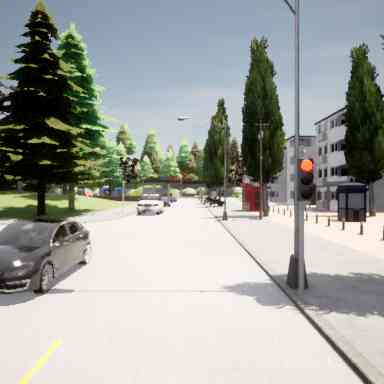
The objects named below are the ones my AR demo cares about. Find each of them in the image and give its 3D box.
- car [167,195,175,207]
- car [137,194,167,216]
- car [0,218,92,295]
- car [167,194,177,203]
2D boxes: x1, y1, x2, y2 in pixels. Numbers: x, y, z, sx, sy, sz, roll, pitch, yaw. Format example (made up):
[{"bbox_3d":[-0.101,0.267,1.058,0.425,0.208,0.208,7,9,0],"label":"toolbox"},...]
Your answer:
[{"bbox_3d":[-4.127,1.546,50.184,2.033,1.411,5.357,0,0,0],"label":"car"},{"bbox_3d":[-4.118,1.219,33.523,2.150,2.045,5.566,0,0,0],"label":"car"},{"bbox_3d":[-4.107,1.505,8.865,1.837,1.490,4.892,0,0,0],"label":"car"},{"bbox_3d":[-4.016,1.575,67.544,1.994,1.385,4.181,0,0,0],"label":"car"}]
